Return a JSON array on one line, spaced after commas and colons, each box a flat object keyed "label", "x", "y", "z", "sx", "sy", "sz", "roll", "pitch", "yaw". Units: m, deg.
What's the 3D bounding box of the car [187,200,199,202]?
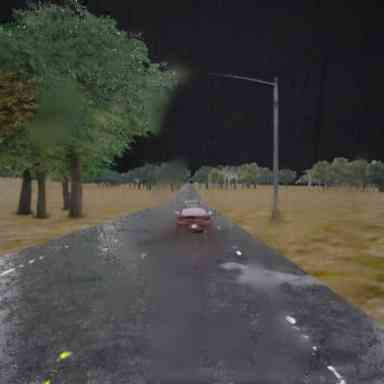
[{"label": "car", "x": 0.108, "y": 1.598, "z": 38.107, "sx": 2.128, "sy": 1.511, "sz": 4.902, "roll": 0, "pitch": 0, "yaw": 0}]

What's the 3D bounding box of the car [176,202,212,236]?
[{"label": "car", "x": 0.104, "y": 1.529, "z": 18.714, "sx": 1.882, "sy": 1.535, "sz": 5.008, "roll": 0, "pitch": 0, "yaw": 0}]
